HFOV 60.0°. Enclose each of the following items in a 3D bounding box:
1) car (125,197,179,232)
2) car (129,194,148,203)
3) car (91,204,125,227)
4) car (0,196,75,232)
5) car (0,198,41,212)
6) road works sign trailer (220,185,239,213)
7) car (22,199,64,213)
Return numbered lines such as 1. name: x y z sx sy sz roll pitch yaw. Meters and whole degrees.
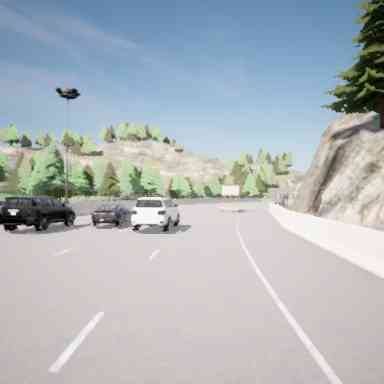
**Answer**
1. car: -2.221 1.349 21.444 2.150 2.045 5.566 0 0 7
2. car: -12.722 1.449 79.406 2.150 2.045 5.566 0 0 21
3. car: -5.444 1.598 23.527 2.128 1.511 4.902 0 0 7
4. car: -9.370 1.265 20.645 2.150 2.045 5.566 0 0 6
5. car: -20.683 1.561 40.279 1.837 1.490 4.892 1 0 12
6. road works sign trailer: 5.011 0.824 43.452 2.380 3.560 2.880 1 0 15
7. car: -17.367 1.562 39.028 1.882 1.535 5.008 0 -1 11
